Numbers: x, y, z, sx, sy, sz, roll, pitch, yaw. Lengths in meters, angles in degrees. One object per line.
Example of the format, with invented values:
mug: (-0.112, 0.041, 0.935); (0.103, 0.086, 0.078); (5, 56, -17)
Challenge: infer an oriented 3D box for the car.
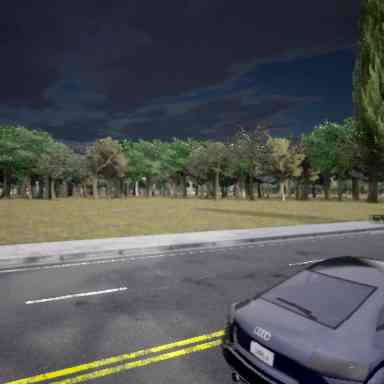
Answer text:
car: (2.444, 1.565, 4.267); (4.181, 1.385, 1.994); (0, 0, -29)
